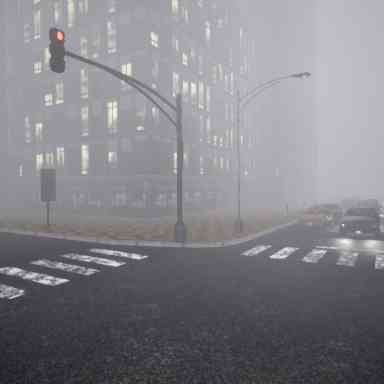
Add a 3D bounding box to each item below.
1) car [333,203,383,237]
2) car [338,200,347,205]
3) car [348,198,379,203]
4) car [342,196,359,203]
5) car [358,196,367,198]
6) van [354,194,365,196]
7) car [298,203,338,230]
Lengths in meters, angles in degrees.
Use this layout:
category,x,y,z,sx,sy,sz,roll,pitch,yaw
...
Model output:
category,x,y,z,sx,sy,sz,roll,pitch,yaw
car,9.311,1.537,18.308,2.033,1.411,5.357,0,0,29
car,10.755,1.553,26.205,1.947,1.339,4.313,-1,0,29
car,14.204,1.476,26.973,2.128,1.511,4.902,0,0,30
car,19.065,1.524,40.993,1.887,1.381,4.507,-1,0,29
car,19.263,1.485,35.827,1.837,1.490,4.892,0,0,29
van,30.144,1.311,60.713,1.690,1.788,3.998,-1,0,29
car,7.901,1.515,21.128,1.752,1.417,4.829,-1,0,29
